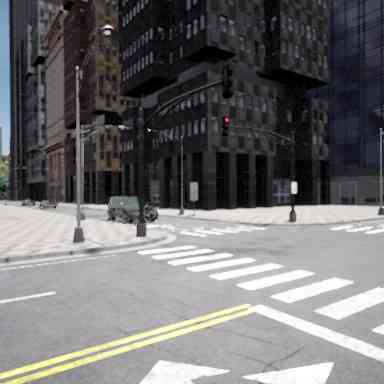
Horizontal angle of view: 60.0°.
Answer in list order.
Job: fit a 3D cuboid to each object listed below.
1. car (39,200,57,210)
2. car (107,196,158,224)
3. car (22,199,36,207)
[{"bbox_3d":[-21.632,1.910,49.923,1.812,1.442,4.674,-1,0,-35],"label":"car"},{"bbox_3d":[-4.827,1.358,26.170,2.150,2.045,5.566,-1,0,-35],"label":"car"},{"bbox_3d":[-30.843,2.075,62.935,1.812,1.442,4.674,-1,0,-35],"label":"car"}]
